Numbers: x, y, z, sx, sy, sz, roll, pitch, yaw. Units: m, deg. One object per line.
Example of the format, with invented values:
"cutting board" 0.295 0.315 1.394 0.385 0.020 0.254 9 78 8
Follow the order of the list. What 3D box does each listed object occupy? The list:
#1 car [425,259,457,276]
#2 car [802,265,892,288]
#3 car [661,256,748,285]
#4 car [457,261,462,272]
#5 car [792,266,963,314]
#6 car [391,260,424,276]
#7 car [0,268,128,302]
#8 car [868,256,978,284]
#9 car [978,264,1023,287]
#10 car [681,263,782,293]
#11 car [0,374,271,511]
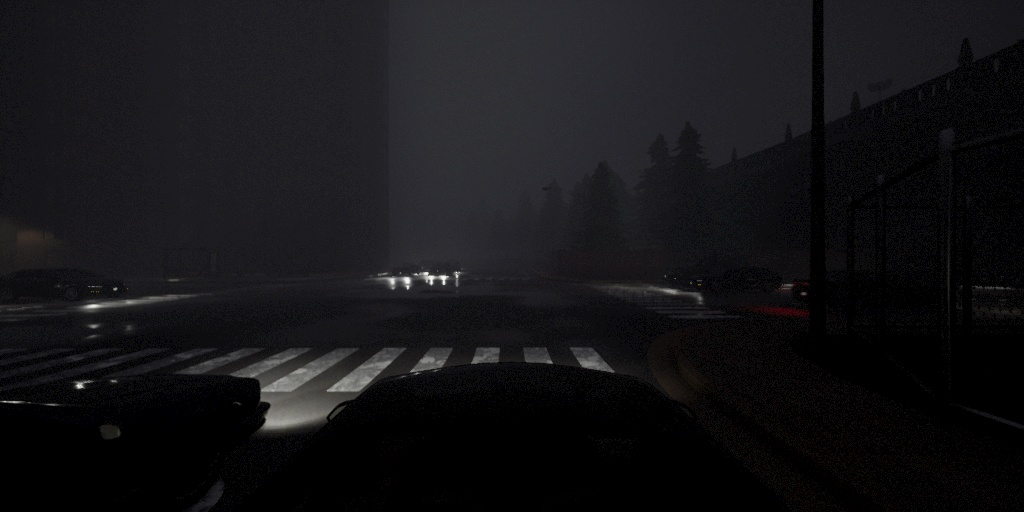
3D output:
"car" -7.314 1.298 37.277 1.994 1.385 4.181 0 0 0
"car" 22.474 1.359 24.178 4.181 1.385 1.994 0 0 1
"car" 13.089 1.017 24.155 5.566 2.045 2.150 0 0 0
"car" -7.595 1.256 46.017 1.812 1.442 4.674 0 0 -3
"car" 13.538 1.278 13.581 5.008 1.535 1.882 0 0 1
"car" -10.798 1.335 36.883 1.895 1.301 4.718 0 0 0
"car" -21.038 1.303 16.816 4.892 1.490 1.837 0 0 0
"car" 22.587 1.018 20.692 5.566 2.045 2.150 0 0 0
"car" 34.290 1.301 24.220 4.892 1.490 1.837 0 0 0
"car" 12.738 1.302 20.653 4.892 1.490 1.837 0 0 0
"car" -3.407 1.298 1.204 2.033 1.411 5.357 0 0 0
